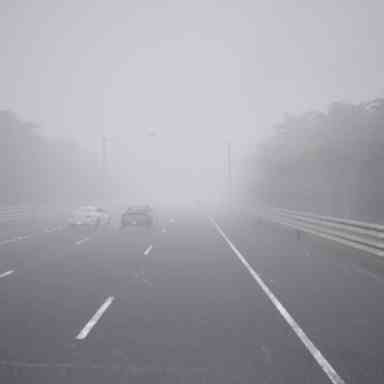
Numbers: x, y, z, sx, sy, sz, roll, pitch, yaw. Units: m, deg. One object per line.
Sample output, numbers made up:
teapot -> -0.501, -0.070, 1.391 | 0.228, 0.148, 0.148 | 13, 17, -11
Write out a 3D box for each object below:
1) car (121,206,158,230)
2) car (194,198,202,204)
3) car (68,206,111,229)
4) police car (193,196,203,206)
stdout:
car -> -3.403, 1.642, 21.998 | 2.128, 1.511, 4.902 | 0, 0, 0
car -> 1.472, 2.053, 76.336 | 1.812, 1.442, 4.674 | 0, 0, 2
car -> -6.903, 1.679, 22.654 | 1.812, 1.442, 4.674 | 0, 0, 0
police car -> 1.251, 1.883, 66.526 | 1.930, 1.638, 5.238 | 0, 0, 1
